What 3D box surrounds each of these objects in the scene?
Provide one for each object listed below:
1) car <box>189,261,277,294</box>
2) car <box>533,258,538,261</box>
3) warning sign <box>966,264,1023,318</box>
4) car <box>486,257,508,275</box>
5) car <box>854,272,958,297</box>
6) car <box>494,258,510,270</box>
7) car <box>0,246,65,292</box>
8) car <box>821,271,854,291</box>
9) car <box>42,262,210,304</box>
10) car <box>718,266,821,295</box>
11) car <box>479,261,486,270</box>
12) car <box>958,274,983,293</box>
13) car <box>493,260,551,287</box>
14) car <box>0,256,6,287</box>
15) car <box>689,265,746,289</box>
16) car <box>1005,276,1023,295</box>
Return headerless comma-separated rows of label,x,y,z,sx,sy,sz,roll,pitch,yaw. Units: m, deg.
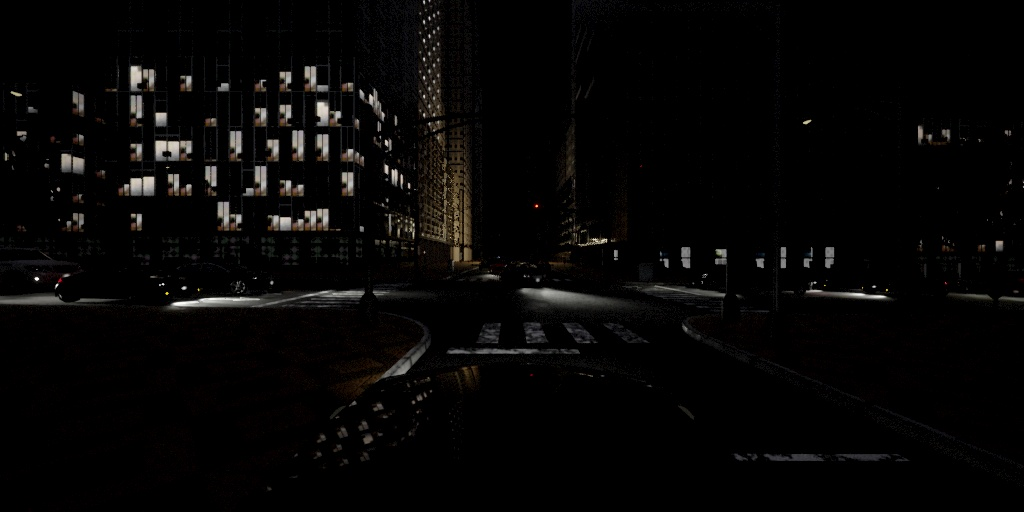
car,-14.241,1.004,17.486,4.902,1.511,2.128,1,0,-3
car,4.067,1.329,46.681,1.948,1.339,4.313,0,0,0
warning sign,17.309,1.204,12.837,1.060,1.860,1.300,0,0,-2
car,-1.389,1.117,40.140,2.097,1.767,4.553,0,0,0
car,24.730,1.782,22.619,4.181,1.385,1.994,1,0,-3
car,-1.399,1.115,51.944,2.097,1.767,4.553,0,0,0
car,-24.081,0.553,17.051,5.566,2.045,2.150,1,0,-2
car,23.694,1.763,25.841,4.181,1.385,1.994,1,0,-5
car,-15.040,1.063,14.191,4.181,1.385,1.994,1,0,-2
car,15.862,1.564,22.244,4.892,1.490,1.837,1,0,-4
car,-3.869,1.343,52.199,1.802,1.307,4.207,0,0,0
car,33.788,1.980,26.257,4.718,1.301,1.895,1,0,-2
car,0.678,1.265,24.897,2.128,1.511,4.902,0,0,-23
car,-23.687,0.832,13.820,4.902,1.511,2.128,1,0,-3
car,15.071,1.396,25.452,4.553,1.767,2.097,1,0,-3
car,34.493,1.745,23.032,4.553,1.767,2.097,1,0,-2
